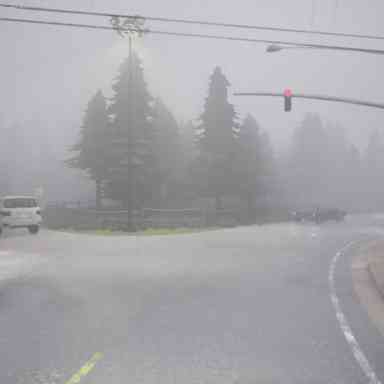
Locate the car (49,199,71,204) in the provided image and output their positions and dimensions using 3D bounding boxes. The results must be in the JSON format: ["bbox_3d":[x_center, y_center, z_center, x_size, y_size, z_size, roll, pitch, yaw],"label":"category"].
[{"bbox_3d":[-19.671,1.659,50.588,1.895,1.301,4.718,0,0,12],"label":"car"}]

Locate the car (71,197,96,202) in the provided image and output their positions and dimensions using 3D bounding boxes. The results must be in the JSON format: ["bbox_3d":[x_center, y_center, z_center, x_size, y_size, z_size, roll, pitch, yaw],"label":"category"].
[{"bbox_3d":[-15.911,1.497,51.456,2.128,1.511,4.902,0,0,13],"label":"car"}]

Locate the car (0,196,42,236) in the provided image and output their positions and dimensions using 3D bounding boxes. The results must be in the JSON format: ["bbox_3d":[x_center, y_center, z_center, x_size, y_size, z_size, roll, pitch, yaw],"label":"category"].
[{"bbox_3d":[-10.500,1.240,18.710,5.566,2.045,2.150,0,0,42],"label":"car"}]

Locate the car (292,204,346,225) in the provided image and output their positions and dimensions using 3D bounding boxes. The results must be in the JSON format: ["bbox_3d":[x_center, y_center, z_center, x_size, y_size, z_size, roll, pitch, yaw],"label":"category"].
[{"bbox_3d":[9.297,1.590,24.211,4.718,1.301,1.895,0,0,-41],"label":"car"}]
